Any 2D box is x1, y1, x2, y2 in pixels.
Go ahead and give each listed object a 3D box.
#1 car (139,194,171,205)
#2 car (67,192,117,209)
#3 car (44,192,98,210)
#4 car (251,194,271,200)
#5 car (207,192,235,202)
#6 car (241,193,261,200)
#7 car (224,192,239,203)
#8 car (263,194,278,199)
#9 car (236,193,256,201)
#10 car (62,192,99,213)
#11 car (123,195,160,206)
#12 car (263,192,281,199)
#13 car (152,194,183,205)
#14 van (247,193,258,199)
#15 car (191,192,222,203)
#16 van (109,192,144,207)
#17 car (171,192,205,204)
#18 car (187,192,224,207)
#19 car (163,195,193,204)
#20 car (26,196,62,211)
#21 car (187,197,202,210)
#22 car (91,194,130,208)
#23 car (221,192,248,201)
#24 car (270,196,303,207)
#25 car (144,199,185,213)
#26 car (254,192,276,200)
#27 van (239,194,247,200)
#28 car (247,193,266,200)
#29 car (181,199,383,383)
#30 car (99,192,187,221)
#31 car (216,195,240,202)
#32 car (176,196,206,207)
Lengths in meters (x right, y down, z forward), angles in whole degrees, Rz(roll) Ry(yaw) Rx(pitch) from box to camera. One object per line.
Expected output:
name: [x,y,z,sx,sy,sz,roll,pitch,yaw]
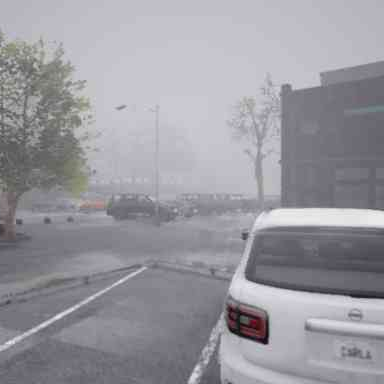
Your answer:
car: [-5.728,1.156,51.778,4.553,1.767,2.185,0,0,14]
car: [-12.518,1.028,41.800,5.566,2.045,2.435,0,-1,14]
car: [-14.270,1.027,39.291,5.566,2.045,2.435,0,0,14]
car: [17.988,1.283,86.818,4.892,1.521,2.231,0,-1,14]
car: [6.086,1.031,69.316,5.566,2.045,2.435,0,0,14]
car: [14.570,1.156,81.824,4.553,1.767,2.185,0,-1,14]
car: [1.322,1.133,32.083,5.566,2.045,2.435,1,1,14]
car: [7.986,1.389,41.875,4.892,1.521,2.231,1,0,14]
car: [12.875,1.156,79.315,4.553,1.767,2.185,0,-1,14]
car: [-10.542,1.179,34.322,2.097,1.767,4.553,0,0,34]
car: [-7.460,1.283,49.303,4.892,1.521,2.231,0,-1,14]
car: [9.682,1.263,44.319,4.553,1.767,2.185,1,1,14]
car: [-4.034,1.156,54.290,4.553,1.767,2.185,0,0,14]
van: [4.786,1.163,36.955,4.442,1.987,1.878,1,0,14]
car: [2.754,1.031,64.292,5.566,2.045,2.435,0,0,14]
van: [-9.267,1.056,46.822,4.442,1.987,1.878,0,0,14]
car: [-0.699,1.031,59.308,5.566,2.045,2.435,0,0,14]
car: [-0.341,1.132,29.635,5.566,2.045,2.435,1,1,14]
car: [-2.335,1.312,56.791,4.792,1.488,2.163,0,-1,14]
car: [-15.965,1.307,36.786,4.792,1.488,2.163,0,0,14]
car: [-2.004,1.412,27.178,4.792,1.488,2.163,1,1,14]
car: [-10.879,1.155,44.311,4.553,1.767,2.185,0,-1,14]
car: [9.538,1.030,74.306,5.566,2.045,2.435,0,-1,14]
car: [14.604,1.417,51.675,4.792,1.488,2.163,1,1,14]
car: [-2.952,1.462,36.262,1.895,1.301,4.718,0,0,34]
car: [19.660,1.030,89.314,5.566,2.045,2.435,0,0,14]
van: [3.124,1.162,34.506,4.442,1.987,1.878,1,0,14]
car: [16.325,1.156,84.304,4.553,1.767,2.185,0,0,14]
car: [1.847,1.226,4.887,2.435,2.045,5.566,0,0,15]
car: [-3.606,1.131,24.740,5.566,2.045,2.435,1,0,14]
car: [7.845,1.311,71.801,4.792,1.488,2.163,0,-1,14]
car: [-0.081,1.355,49.578,1.882,1.535,5.008,0,0,34]
